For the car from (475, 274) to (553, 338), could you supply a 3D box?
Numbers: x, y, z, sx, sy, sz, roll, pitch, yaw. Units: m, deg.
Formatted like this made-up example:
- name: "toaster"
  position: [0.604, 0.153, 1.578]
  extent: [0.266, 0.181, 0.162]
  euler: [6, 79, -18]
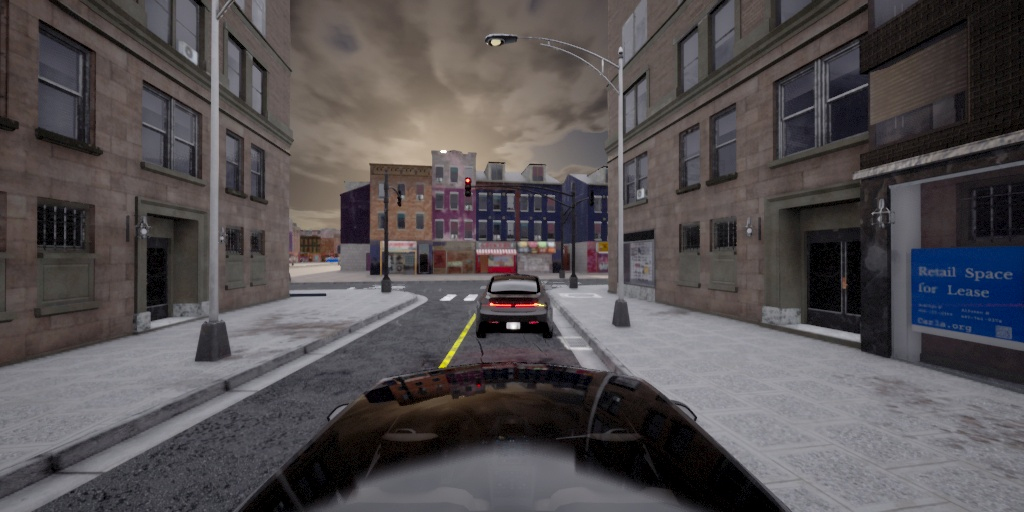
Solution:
- name: "car"
  position: [0.100, 1.255, 10.148]
  extent: [1.837, 1.490, 4.892]
  euler: [0, 0, 2]
